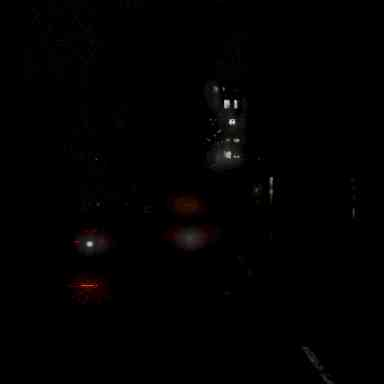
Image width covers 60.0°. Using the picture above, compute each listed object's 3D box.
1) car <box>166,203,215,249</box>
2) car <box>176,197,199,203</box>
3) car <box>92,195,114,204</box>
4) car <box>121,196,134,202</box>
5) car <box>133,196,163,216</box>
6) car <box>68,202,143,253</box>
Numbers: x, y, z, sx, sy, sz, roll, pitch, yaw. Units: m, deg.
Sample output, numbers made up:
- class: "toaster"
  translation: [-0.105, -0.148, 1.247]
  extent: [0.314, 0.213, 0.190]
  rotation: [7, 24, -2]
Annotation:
- class: "car"
  translation: [-0.073, 1.402, 13.878]
  extent: [1.812, 1.442, 4.674]
  rotation: [0, 1, 0]
- class: "car"
  translation: [-0.412, 1.221, 29.482]
  extent: [1.882, 1.535, 5.008]
  rotation: [0, 1, -1]
- class: "car"
  translation: [-10.616, 1.151, 39.806]
  extent: [2.128, 1.511, 4.902]
  rotation: [0, 0, -2]
- class: "car"
  translation: [-7.360, 1.225, 39.612]
  extent: [1.994, 1.385, 4.181]
  rotation: [0, 0, -2]
- class: "car"
  translation: [-3.662, 1.222, 29.394]
  extent: [1.882, 1.535, 5.008]
  rotation: [0, 1, -1]
- class: "car"
  translation: [-3.320, 1.389, 13.165]
  extent: [1.837, 1.490, 4.892]
  rotation: [0, 1, 0]
